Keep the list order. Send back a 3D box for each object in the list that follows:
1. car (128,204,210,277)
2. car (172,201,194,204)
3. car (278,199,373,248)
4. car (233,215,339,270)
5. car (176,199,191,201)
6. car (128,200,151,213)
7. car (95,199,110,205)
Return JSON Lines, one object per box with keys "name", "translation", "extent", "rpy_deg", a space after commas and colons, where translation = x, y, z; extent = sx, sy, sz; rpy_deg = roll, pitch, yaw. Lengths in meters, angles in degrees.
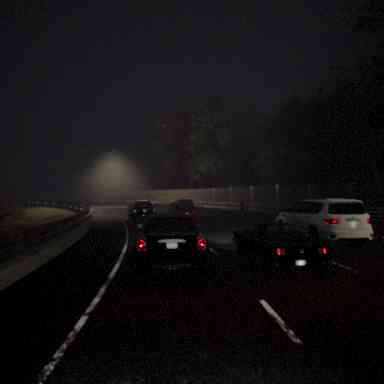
{"name": "car", "translation": [-0.724, 1.441, 10.809], "extent": [2.097, 1.767, 4.553], "rpy_deg": [0, -1, -5]}
{"name": "car", "translation": [-0.984, 1.806, 29.905], "extent": [1.994, 1.385, 4.181], "rpy_deg": [0, 0, -16]}
{"name": "car", "translation": [5.789, 1.322, 15.366], "extent": [2.150, 2.045, 5.566], "rpy_deg": [0, -1, -8]}
{"name": "car", "translation": [2.772, 1.682, 11.394], "extent": [1.895, 1.301, 4.718], "rpy_deg": [0, 0, -6]}
{"name": "car", "translation": [-1.246, 1.684, 41.216], "extent": [2.097, 1.767, 4.553], "rpy_deg": [0, 0, -22]}
{"name": "car", "translation": [-4.454, 1.602, 29.298], "extent": [2.097, 1.767, 4.553], "rpy_deg": [0, 0, -16]}
{"name": "car", "translation": [-19.618, 2.191, 72.773], "extent": [2.033, 1.411, 5.357], "rpy_deg": [0, -1, -35]}
